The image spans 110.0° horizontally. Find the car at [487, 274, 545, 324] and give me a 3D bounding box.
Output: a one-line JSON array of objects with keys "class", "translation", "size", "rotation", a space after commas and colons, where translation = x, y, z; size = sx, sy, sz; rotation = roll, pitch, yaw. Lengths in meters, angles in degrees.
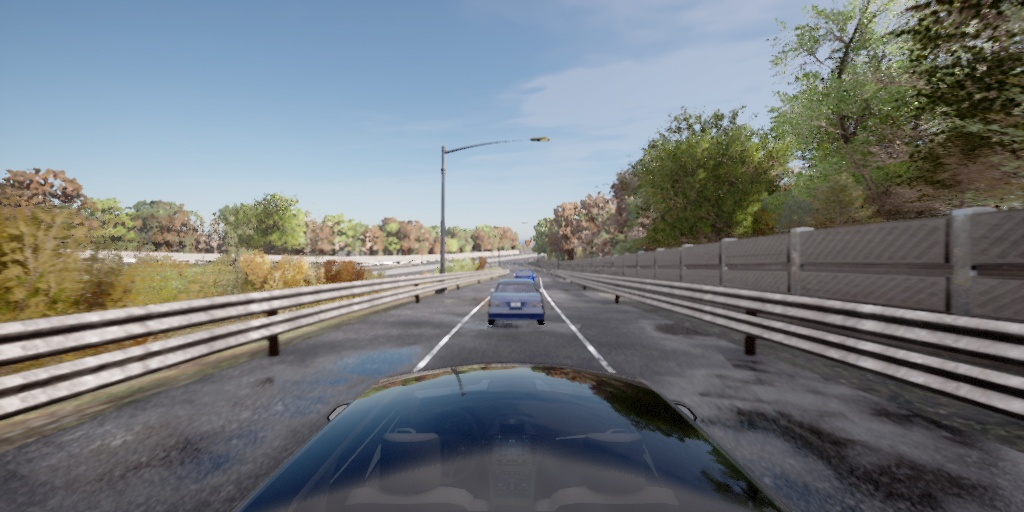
[{"class": "car", "translation": [0.167, 1.522, 12.888], "size": [2.033, 1.411, 5.357], "rotation": [0, -2, 1]}]

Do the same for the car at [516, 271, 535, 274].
[{"class": "car", "translation": [1.115, 2.049, 32.294], "size": [1.882, 1.535, 5.008], "rotation": [0, -2, 3]}]
